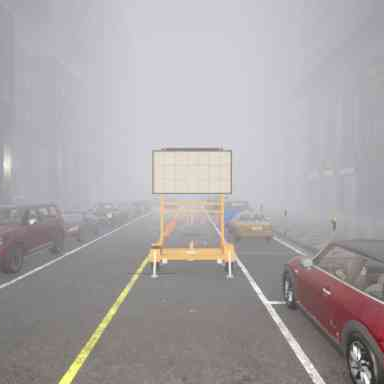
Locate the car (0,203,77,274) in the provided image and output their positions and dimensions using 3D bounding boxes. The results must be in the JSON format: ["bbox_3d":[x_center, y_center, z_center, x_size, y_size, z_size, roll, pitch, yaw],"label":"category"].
[{"bbox_3d":[-5.757,1.314,10.719,2.192,1.841,5.009,0,0,0],"label":"car"}]

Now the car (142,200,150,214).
[{"bbox_3d":[-5.739,1.567,33.127,1.947,1.339,4.313,0,0,0],"label":"car"}]

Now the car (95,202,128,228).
[{"bbox_3d":[-5.748,1.439,21.923,1.967,1.590,4.097,0,0,0],"label":"car"}]

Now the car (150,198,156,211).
[{"bbox_3d":[-5.735,1.569,38.729,1.947,1.339,4.313,0,0,0],"label":"car"}]

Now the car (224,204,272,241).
[{"bbox_3d":[2.773,1.524,16.499,1.752,1.417,4.829,0,0,0],"label":"car"}]

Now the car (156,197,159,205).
[{"bbox_3d":[-5.722,1.557,55.536,1.887,1.381,4.507,0,0,0],"label":"car"}]

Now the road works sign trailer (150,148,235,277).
[{"bbox_3d":[0.007,0.463,10.170,2.380,3.560,2.880,0,0,0],"label":"road works sign trailer"}]

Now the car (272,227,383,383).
[{"bbox_3d":[2.764,1.440,5.124,1.967,1.590,4.097,0,0,0],"label":"car"}]

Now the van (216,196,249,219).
[{"bbox_3d":[2.776,1.340,21.930,1.690,1.788,3.998,0,0,0],"label":"van"}]

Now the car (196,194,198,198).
[{"bbox_3d":[2.830,1.578,89.150,1.887,1.381,4.507,0,0,0],"label":"car"}]

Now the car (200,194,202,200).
[{"bbox_3d":[2.803,1.452,55.540,1.967,1.590,4.097,0,0,0],"label":"car"}]

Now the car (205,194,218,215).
[{"bbox_3d":[2.785,1.316,33.133,2.192,1.841,5.009,0,0,0],"label":"car"}]

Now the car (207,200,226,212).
[{"bbox_3d":[2.790,1.585,38.735,1.802,1.307,4.206,0,0,0],"label":"car"}]

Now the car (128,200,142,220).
[{"bbox_3d":[-5.743,1.550,27.525,2.008,1.369,4.403,0,0,0],"label":"car"}]

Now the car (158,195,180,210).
[{"bbox_3d":[-2.965,1.483,43.981,1.882,1.535,5.008,0,0,0],"label":"car"}]

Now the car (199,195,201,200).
[{"bbox_3d":[2.808,1.581,61.142,1.947,1.339,4.313,0,0,0],"label":"car"}]

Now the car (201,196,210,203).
[{"bbox_3d":[2.817,1.604,72.345,1.802,1.307,4.206,0,0,0],"label":"car"}]

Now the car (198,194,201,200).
[{"bbox_3d":[2.812,1.459,66.743,1.967,1.590,4.097,0,0,0],"label":"car"}]

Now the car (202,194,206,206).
[{"bbox_3d":[2.794,1.321,44.336,2.192,1.841,5.009,0,0,0],"label":"car"}]

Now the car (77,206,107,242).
[{"bbox_3d":[-5.752,1.581,16.321,1.802,1.307,4.206,0,0,0],"label":"car"}]
